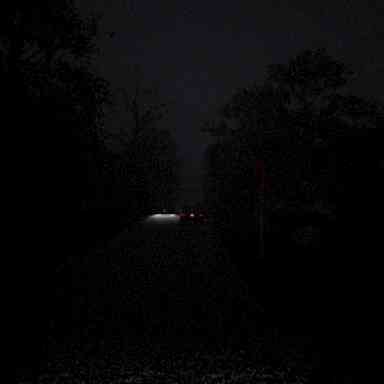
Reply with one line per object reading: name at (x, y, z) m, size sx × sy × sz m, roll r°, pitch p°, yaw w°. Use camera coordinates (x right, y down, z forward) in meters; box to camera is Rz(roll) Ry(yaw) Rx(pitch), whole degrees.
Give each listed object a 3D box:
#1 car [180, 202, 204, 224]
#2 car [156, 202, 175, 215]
car at (0.002, 1.718, 26.011) m, size 2.033 × 1.411 × 5.357 m, roll 0°, pitch -1°, yaw 0°
car at (-2.959, 1.866, 37.802) m, size 1.994 × 1.385 × 4.181 m, roll 0°, pitch -1°, yaw 0°
